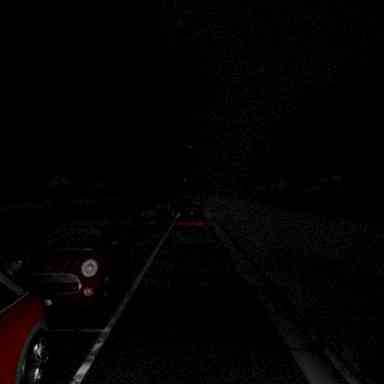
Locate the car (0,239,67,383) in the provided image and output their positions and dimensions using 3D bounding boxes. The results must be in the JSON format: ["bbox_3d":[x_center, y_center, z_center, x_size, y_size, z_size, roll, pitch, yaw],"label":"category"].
[{"bbox_3d":[-2.641,1.441,2.252,1.967,1.590,4.097,0,0,0],"label":"car"}]

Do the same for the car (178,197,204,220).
[{"bbox_3d":[0.022,1.517,28.678,1.882,1.535,5.008,0,0,0],"label":"car"}]

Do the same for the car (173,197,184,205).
[{"bbox_3d":[-2.641,1.737,64.827,1.947,1.339,4.313,-1,0,0],"label":"car"}]

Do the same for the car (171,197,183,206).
[{"bbox_3d":[-2.641,1.696,59.138,2.008,1.369,4.403,-1,0,0],"label":"car"}]

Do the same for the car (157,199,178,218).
[{"bbox_3d":[-2.641,1.596,30.695,2.008,1.369,4.403,0,0,0],"label":"car"}]

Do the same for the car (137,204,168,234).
[{"bbox_3d":[-2.641,1.602,19.318,1.802,1.307,4.206,0,0,0],"label":"car"}]

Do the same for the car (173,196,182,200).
[{"bbox_3d":[-2.641,1.644,47.761,1.887,1.381,4.507,0,0,0],"label":"car"}]

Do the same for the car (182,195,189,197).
[{"bbox_3d":[0.067,1.440,44.628,2.097,1.767,4.553,0,0,1],"label":"car"}]

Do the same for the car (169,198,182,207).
[{"bbox_3d":[-2.641,1.666,53.449,1.887,1.381,4.507,0,0,0],"label":"car"}]

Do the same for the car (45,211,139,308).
[{"bbox_3d":[-2.640,1.445,7.940,1.967,1.590,4.097,0,0,0],"label":"car"}]
